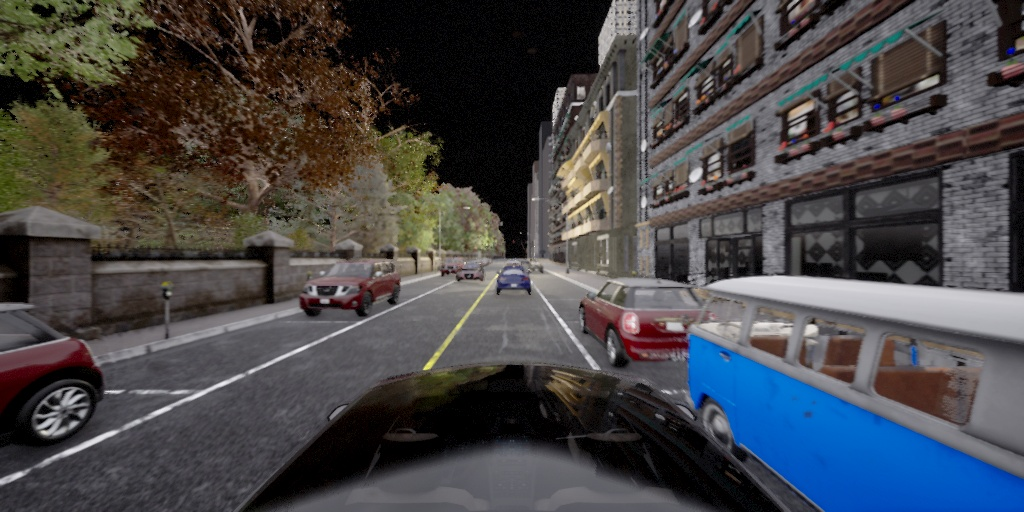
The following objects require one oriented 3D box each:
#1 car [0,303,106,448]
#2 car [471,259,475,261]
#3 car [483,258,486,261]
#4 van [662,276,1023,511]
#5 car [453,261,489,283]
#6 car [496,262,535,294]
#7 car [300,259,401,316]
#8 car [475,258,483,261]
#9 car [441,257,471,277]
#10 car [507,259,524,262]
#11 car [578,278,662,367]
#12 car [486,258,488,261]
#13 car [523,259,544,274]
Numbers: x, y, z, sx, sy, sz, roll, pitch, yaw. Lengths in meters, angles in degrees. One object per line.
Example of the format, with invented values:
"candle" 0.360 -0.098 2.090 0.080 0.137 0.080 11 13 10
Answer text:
"car" -5.692 1.190 2.338 1.967 1.591 4.097 0 0 0
"car" -5.702 1.243 40.939 1.751 1.417 4.829 0 0 0
"car" -5.706 1.149 57.725 1.967 1.591 4.097 0 0 0
"van" 2.688 1.090 2.343 1.690 1.789 3.998 0 0 0
"car" -3.103 1.291 27.916 1.994 1.385 4.181 0 0 0
"car" 0.095 1.259 19.859 1.812 1.442 4.674 0 0 0
"car" -5.695 1.054 13.416 2.192 1.841 5.009 0 0 0
"car" -5.705 1.278 52.186 1.948 1.339 4.313 0 0 0
"car" -5.701 1.036 35.570 2.192 1.841 5.009 0 0 0
"car" 0.090 1.208 42.124 2.128 1.511 4.902 0 0 0
"car" 2.687 1.184 7.882 1.967 1.591 4.097 0 0 0
"car" -5.707 1.290 63.263 1.802 1.307 4.207 0 0 0
"car" 2.678 1.268 41.113 2.007 1.370 4.403 0 0 0
